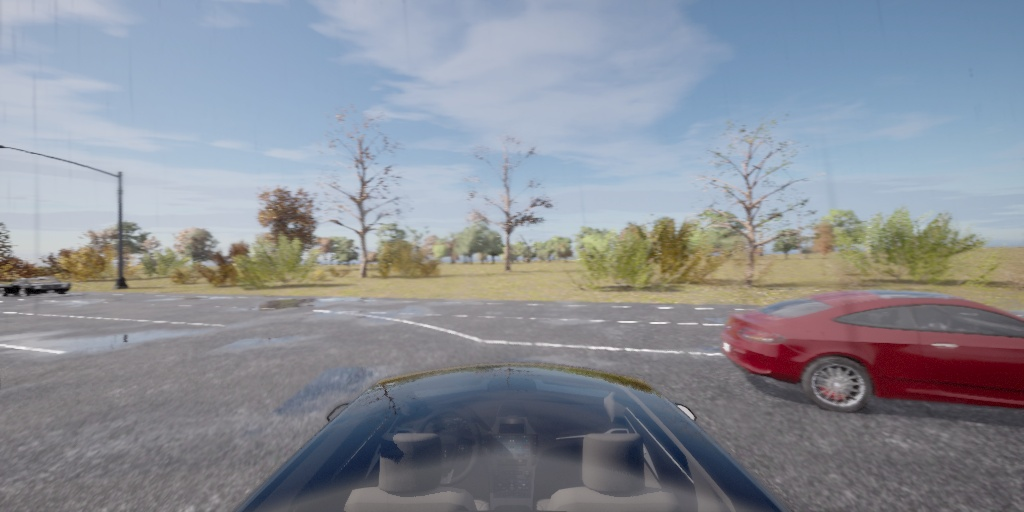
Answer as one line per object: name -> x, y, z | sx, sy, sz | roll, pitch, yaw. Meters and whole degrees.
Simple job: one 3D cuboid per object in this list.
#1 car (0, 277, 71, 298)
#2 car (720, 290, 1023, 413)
car -> -33.875, 2.193, 25.409 | 4.718, 1.301, 1.895 | -1, -1, 18
car -> 5.520, 1.200, 4.860 | 4.674, 1.442, 1.812 | -1, -1, 19
